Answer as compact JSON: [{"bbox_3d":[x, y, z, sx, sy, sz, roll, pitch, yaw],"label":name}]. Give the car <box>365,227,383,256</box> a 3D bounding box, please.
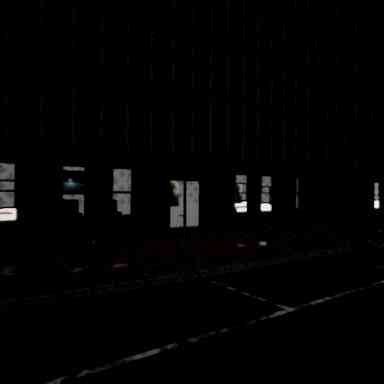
[{"bbox_3d":[8.184,1.674,12.403,4.403,1.369,2.008,1,0,-36],"label":"car"}]
